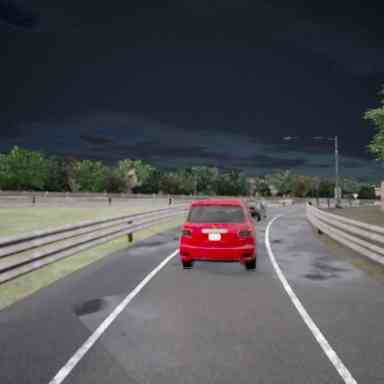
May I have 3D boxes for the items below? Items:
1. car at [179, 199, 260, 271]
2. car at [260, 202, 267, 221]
[{"bbox_3d":[1.046,1.243,11.266,2.150,2.045,5.566,0,0,10],"label":"car"},{"bbox_3d":[4.821,1.464,26.646,1.837,1.490,4.892,-1,0,20],"label":"car"}]
